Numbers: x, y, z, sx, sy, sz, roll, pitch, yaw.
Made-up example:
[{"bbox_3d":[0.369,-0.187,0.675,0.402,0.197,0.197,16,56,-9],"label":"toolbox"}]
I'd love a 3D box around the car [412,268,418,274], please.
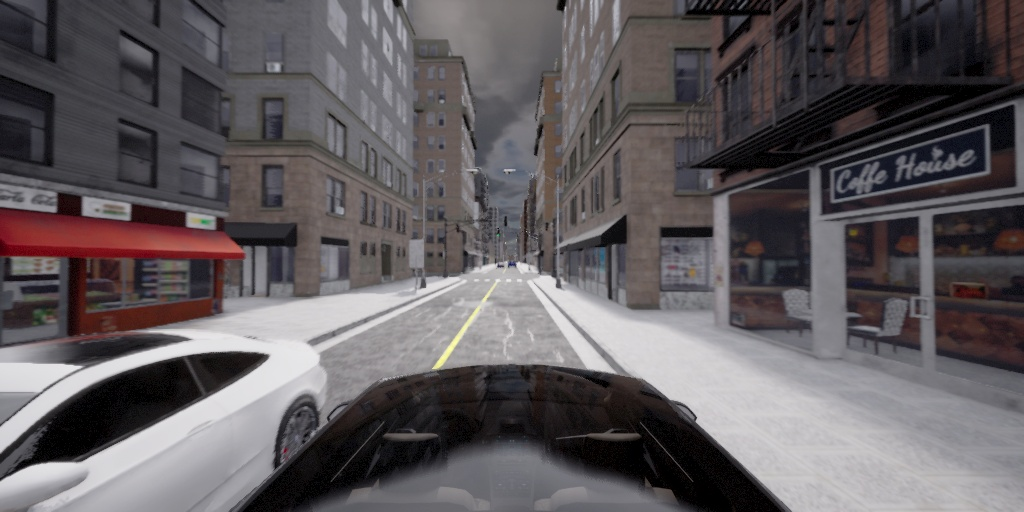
[{"bbox_3d":[-14.795,1.814,47.518,4.403,1.370,2.007,0,0,0],"label":"car"}]

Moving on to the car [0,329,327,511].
[{"bbox_3d":[-2.850,1.279,2.019,1.812,1.442,4.674,0,-1,0],"label":"car"}]
